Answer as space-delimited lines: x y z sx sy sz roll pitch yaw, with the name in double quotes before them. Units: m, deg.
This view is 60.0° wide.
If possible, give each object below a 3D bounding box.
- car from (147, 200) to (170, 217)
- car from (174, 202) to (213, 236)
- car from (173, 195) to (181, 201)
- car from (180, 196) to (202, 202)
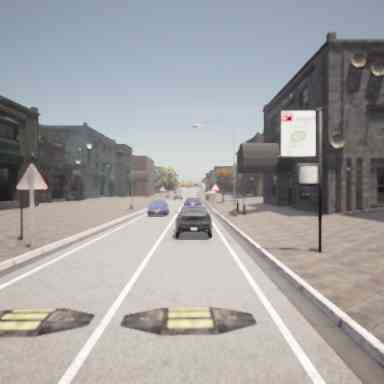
"car" -3.096 1.488 31.262 1.812 1.442 4.674 0 0 0
"car" 0.091 1.492 18.159 1.837 1.490 4.892 0 0 0
"car" -3.022 1.253 73.584 1.994 1.385 4.181 0 0 0
"car" 0.089 1.295 37.192 2.097 1.767 4.553 0 0 0
